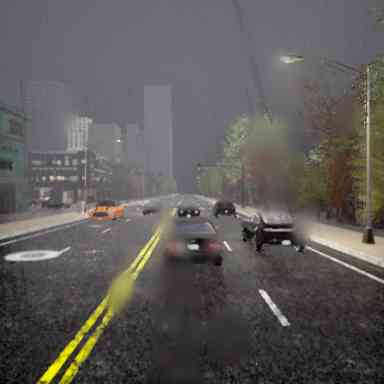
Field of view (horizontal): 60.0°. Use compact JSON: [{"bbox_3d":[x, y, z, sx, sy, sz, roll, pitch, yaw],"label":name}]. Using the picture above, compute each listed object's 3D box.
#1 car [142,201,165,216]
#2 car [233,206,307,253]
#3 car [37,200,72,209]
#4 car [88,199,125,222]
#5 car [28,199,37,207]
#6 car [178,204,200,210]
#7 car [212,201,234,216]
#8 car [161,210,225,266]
[{"bbox_3d":[-3.767,1.636,33.550,2.033,1.411,5.357,0,0,-1],"label":"car"},{"bbox_3d":[3.217,1.528,13.866,2.128,1.511,4.902,0,0,-1],"label":"car"},{"bbox_3d":[-20.675,1.955,50.737,4.313,1.339,1.947,-1,1,-1],"label":"car"},{"bbox_3d":[-6.932,1.424,27.263,2.097,1.767,4.553,0,0,-1],"label":"car"},{"bbox_3d":[-29.144,1.976,59.114,4.403,1.369,2.008,-1,1,-1],"label":"car"},{"bbox_3d":[-0.273,1.677,29.321,1.895,1.301,4.718,0,0,-1],"label":"car"},{"bbox_3d":[2.946,1.558,31.260,1.882,1.535,5.008,0,0,-1],"label":"car"},{"bbox_3d":[0.003,1.577,11.676,2.033,1.411,5.357,0,0,-1],"label":"car"}]
